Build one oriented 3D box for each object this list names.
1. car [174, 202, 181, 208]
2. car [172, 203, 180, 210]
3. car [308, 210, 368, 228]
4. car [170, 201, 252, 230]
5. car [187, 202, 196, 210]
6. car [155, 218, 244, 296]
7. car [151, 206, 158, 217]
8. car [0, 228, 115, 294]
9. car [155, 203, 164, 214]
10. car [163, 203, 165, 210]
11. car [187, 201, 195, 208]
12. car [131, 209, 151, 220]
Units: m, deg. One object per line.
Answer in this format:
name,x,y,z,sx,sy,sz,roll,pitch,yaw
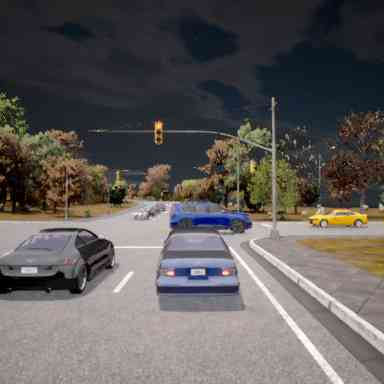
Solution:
car,-3.844,3.406,88.264,1.837,1.490,4.892,0,0,-4
car,-3.701,3.465,78.288,1.812,1.442,4.674,0,0,0
car,12.965,2.360,29.674,5.008,1.535,1.882,0,-3,-2
car,1.210,1.770,22.390,5.566,2.045,2.150,0,-3,1
car,-0.200,3.291,77.827,2.097,1.767,4.553,0,0,0
car,0.069,1.645,8.945,2.033,1.411,5.357,0,-1,-1
car,-7.231,3.456,55.272,1.895,1.301,4.718,0,-1,0
car,-3.444,1.663,9.054,1.994,1.385,4.181,0,-1,0
car,-7.204,3.519,65.019,2.033,1.411,5.357,0,0,0
car,-7.193,3.308,75.183,2.097,1.767,4.553,0,0,0
car,-0.321,3.221,88.006,1.882,1.535,5.008,0,0,-4
car,-7.224,3.134,46.252,1.812,1.442,4.674,0,-2,0
